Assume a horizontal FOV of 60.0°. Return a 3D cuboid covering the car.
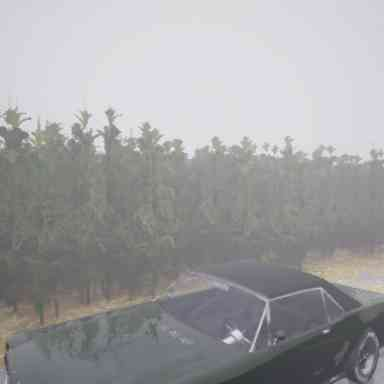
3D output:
[{"bbox_3d":[0.436,1.607,3.832,4.718,1.301,1.895,0,0,-36],"label":"car"}]
